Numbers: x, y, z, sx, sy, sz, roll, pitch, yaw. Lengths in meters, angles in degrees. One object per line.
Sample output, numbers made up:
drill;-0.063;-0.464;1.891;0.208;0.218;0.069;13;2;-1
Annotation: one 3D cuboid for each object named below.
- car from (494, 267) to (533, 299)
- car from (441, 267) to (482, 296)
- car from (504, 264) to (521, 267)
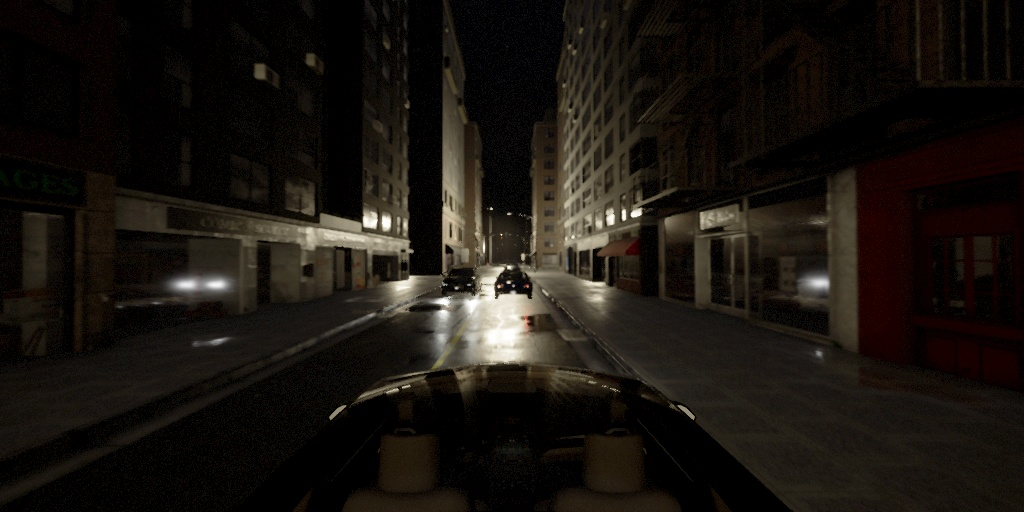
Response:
car;0.071;1.461;19.035;1.895;1.301;4.718;0;0;0
car;-2.770;1.382;20.327;1.837;1.490;4.892;0;0;0
car;0.049;1.543;36.811;1.994;1.385;4.181;0;0;0
